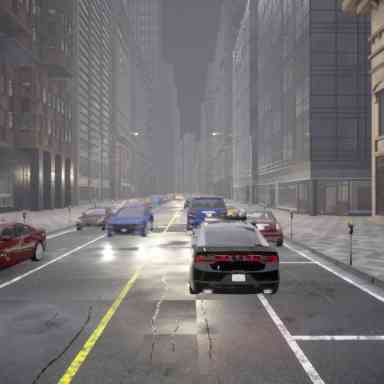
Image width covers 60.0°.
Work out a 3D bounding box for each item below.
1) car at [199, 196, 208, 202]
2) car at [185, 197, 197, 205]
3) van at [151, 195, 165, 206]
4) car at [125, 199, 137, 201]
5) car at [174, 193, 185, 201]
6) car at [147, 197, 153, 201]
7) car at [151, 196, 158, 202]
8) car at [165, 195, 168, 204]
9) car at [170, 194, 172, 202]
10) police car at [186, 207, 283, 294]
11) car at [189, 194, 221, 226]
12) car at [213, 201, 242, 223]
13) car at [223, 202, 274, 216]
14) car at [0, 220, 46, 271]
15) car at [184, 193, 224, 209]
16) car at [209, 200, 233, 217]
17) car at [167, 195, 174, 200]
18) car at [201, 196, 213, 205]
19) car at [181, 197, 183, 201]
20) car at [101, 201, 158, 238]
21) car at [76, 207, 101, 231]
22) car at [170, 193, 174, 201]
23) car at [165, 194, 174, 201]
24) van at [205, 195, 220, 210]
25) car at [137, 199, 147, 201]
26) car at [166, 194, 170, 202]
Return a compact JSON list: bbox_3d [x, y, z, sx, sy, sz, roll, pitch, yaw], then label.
[{"bbox_3d":[2.591,1.561,76.735,1.887,1.381,4.507,0,0,0],"label":"car"},{"bbox_3d":[-0.133,1.576,58.579,1.994,1.385,4.181,0,0,0],"label":"car"},{"bbox_3d":[-5.882,1.352,54.298,1.690,1.788,3.998,0,0,0],"label":"van"},{"bbox_3d":[-5.819,1.530,26.119,1.752,1.417,4.829,0,0,0],"label":"car"},{"bbox_3d":[-3.187,1.496,82.591,1.882,1.535,5.008,0,0,0],"label":"car"},{"bbox_3d":[-5.845,1.551,37.492,1.887,1.381,4.507,0,0,0],"label":"car"},{"bbox_3d":[-5.857,1.553,43.095,1.887,1.381,4.507,0,0,0],"label":"car"},{"bbox_3d":[-5.896,1.594,59.900,1.802,1.307,4.206,0,0,0],"label":"car"},{"bbox_3d":[-5.921,1.581,71.103,1.947,1.339,4.313,0,0,0],"label":"car"},{"bbox_3d":[0.880,1.426,8.898,1.930,1.638,5.238,0,0,0],"label":"police car"},{"bbox_3d":[0.844,1.229,24.819,2.150,2.045,5.566,0,0,0],"label":"car"},{"bbox_3d":[2.706,1.530,26.486,1.752,1.417,4.829,0,0,0],"label":"car"},{"bbox_3d":[2.732,1.442,15.112,1.967,1.590,4.097,0,0,0],"label":"car"},{"bbox_3d":[-5.781,1.546,9.484,1.887,1.381,4.507,0,0,0],"label":"car"},{"bbox_3d":[0.778,1.226,18.810,2.150,2.045,5.566,0,0,-1],"label":"car"},{"bbox_3d":[2.693,1.550,31.919,1.887,1.381,4.507,0,0,0],"label":"car"},{"bbox_3d":[-5.972,1.604,93.510,1.802,1.307,4.206,0,0,0],"label":"car"},{"bbox_3d":[2.630,1.452,59.929,1.967,1.590,4.097,0,0,0],"label":"car"},{"bbox_3d":[-0.080,1.573,45.267,1.994,1.385,4.181,0,0,0],"label":"car"},{"bbox_3d":[-3.141,1.480,17.799,1.882,1.535,5.008,0,0,0],"label":"car"},{"bbox_3d":[-5.807,1.585,20.687,1.802,1.307,4.206,0,0,0],"label":"car"},{"bbox_3d":[-5.933,1.457,76.705,1.967,1.590,4.097,0,0,0],"label":"car"},{"bbox_3d":[-5.958,1.335,87.909,2.192,1.841,5.009,0,0,0],"label":"car"},{"bbox_3d":[2.668,1.349,43.123,1.690,1.788,3.998,0,0,0],"label":"van"},{"bbox_3d":[-5.832,1.446,31.891,1.967,1.590,4.097,0,0,0],"label":"car"},{"bbox_3d":[-5.908,1.454,65.502,1.967,1.590,4.097,0,0,0],"label":"car"}]
